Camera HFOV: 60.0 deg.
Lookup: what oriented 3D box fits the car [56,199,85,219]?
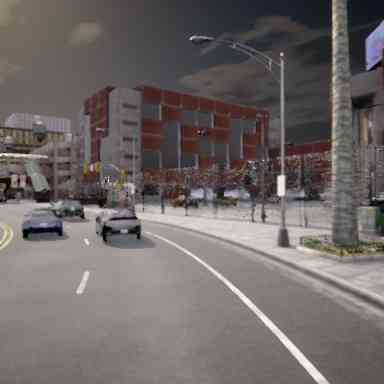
[{"bbox_3d":[-11.045,1.457,29.223,2.097,1.767,4.553,0,0,-34],"label":"car"}]

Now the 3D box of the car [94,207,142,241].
[{"bbox_3d":[-3.869,1.538,17.062,2.128,1.511,4.902,0,0,-21],"label":"car"}]

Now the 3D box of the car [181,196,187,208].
[{"bbox_3d":[-1.096,1.324,47.055,2.185,1.767,4.553,0,0,-37],"label":"car"}]

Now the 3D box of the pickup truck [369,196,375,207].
[{"bbox_3d":[14.929,1.035,24.550,6.274,2.098,2.390,0,0,-37],"label":"pickup truck"}]

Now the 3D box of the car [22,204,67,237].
[{"bbox_3d":[-8.496,1.639,18.793,1.994,1.385,4.181,0,0,-27],"label":"car"}]
